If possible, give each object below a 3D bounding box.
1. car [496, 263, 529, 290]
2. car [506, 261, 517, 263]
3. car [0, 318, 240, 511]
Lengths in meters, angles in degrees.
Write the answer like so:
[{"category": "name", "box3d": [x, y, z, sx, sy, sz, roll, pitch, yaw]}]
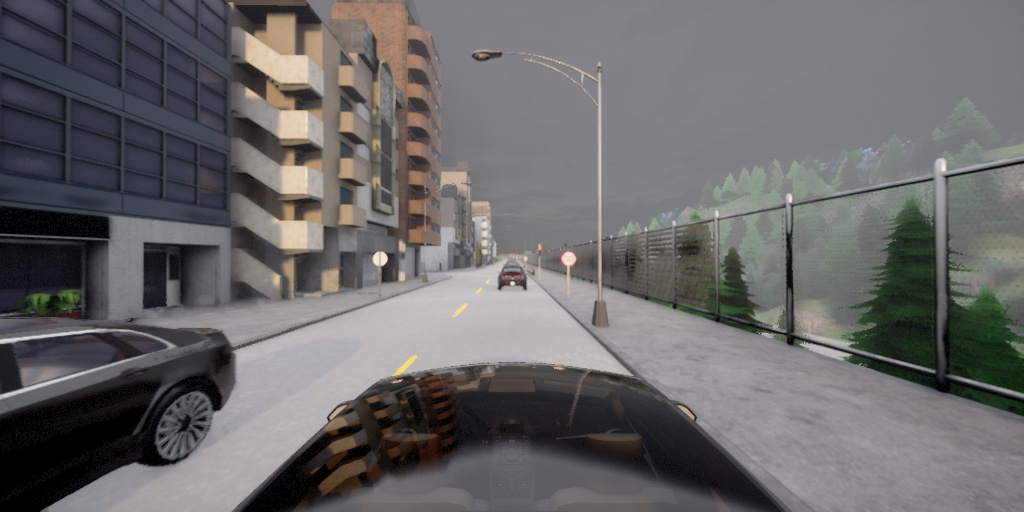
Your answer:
[{"category": "car", "box3d": [0.031, 1.414, 23.849, 1.837, 1.490, 4.892, 0, 0, 0]}, {"category": "car", "box3d": [-0.028, 1.414, 45.102, 2.097, 1.767, 4.553, 0, 0, 0]}, {"category": "car", "box3d": [-4.100, 1.245, 2.129, 2.128, 1.511, 4.902, 0, 0, 0]}]
